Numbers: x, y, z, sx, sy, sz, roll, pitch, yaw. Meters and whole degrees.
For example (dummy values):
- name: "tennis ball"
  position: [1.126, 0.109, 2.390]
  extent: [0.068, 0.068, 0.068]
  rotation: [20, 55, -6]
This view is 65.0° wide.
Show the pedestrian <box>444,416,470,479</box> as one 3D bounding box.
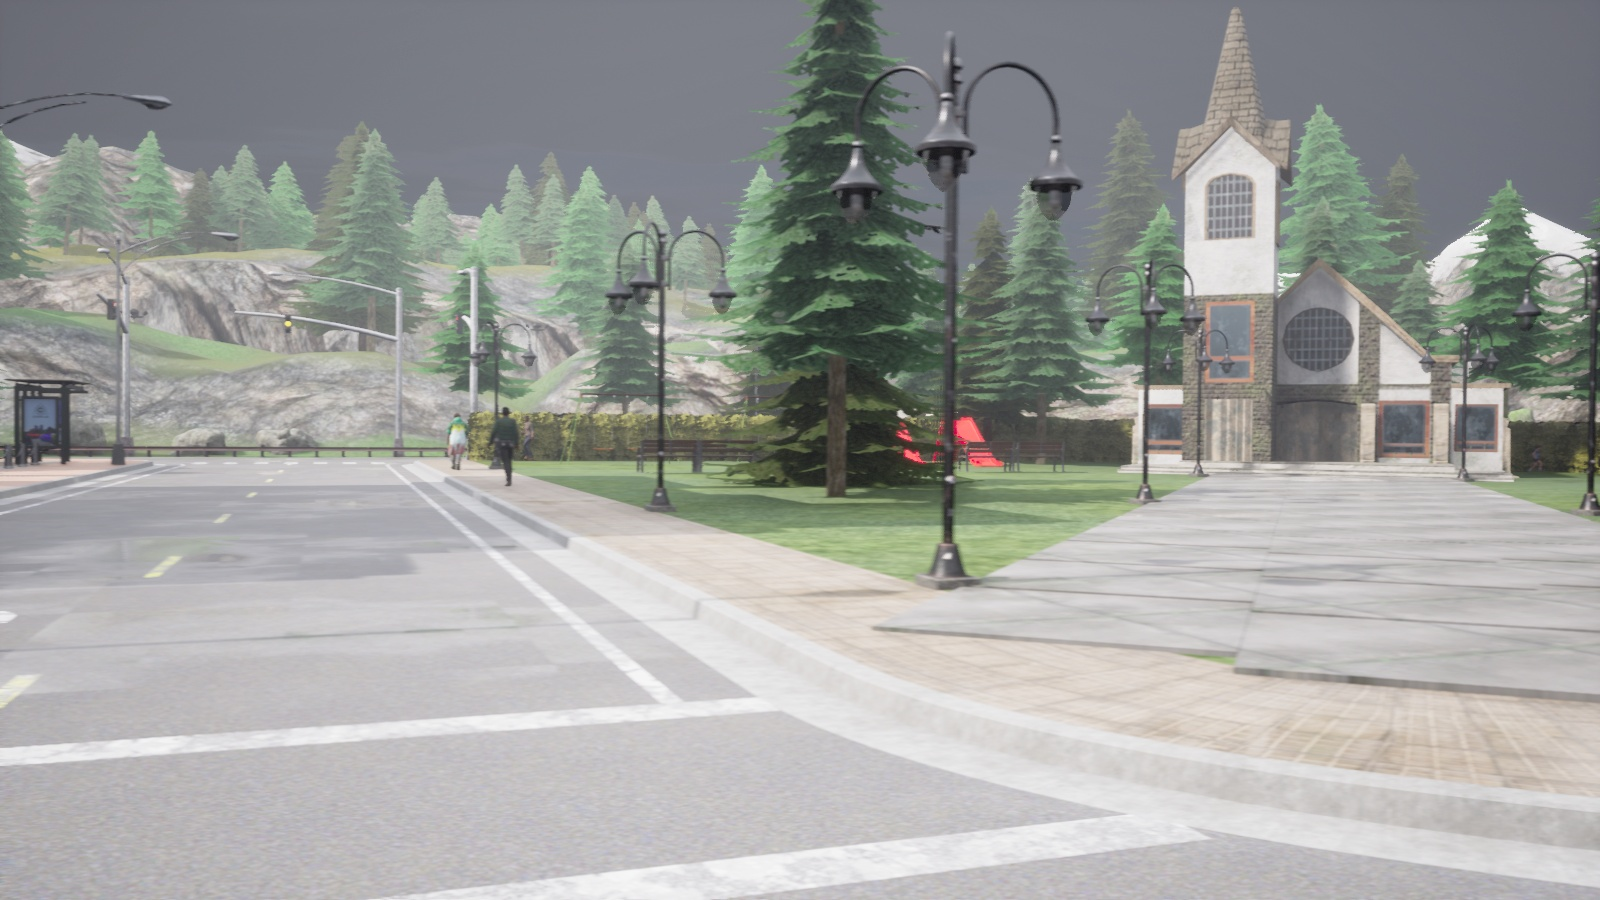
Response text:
- name: "pedestrian"
  position: [-10.710, -0.079, 39.247]
  extent: [0.659, 1.952, 0.873]
  rotation: [-1, 1, -22]

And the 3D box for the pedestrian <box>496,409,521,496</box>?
- name: "pedestrian"
  position: [-6.670, 0.048, 28.755]
  extent: [0.423, 1.949, 0.788]
  rotation: [-1, 1, -21]

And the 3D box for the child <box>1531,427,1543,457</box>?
- name: "child"
  position: [28.162, -0.305, 47.983]
  extent: [0.394, 1.110, 0.255]
  rotation: [0, 1, 23]

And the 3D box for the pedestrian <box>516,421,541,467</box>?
- name: "pedestrian"
  position: [-10.780, -0.261, 49.887]
  extent: [0.869, 1.805, 0.328]
  rotation: [-1, 1, -40]
